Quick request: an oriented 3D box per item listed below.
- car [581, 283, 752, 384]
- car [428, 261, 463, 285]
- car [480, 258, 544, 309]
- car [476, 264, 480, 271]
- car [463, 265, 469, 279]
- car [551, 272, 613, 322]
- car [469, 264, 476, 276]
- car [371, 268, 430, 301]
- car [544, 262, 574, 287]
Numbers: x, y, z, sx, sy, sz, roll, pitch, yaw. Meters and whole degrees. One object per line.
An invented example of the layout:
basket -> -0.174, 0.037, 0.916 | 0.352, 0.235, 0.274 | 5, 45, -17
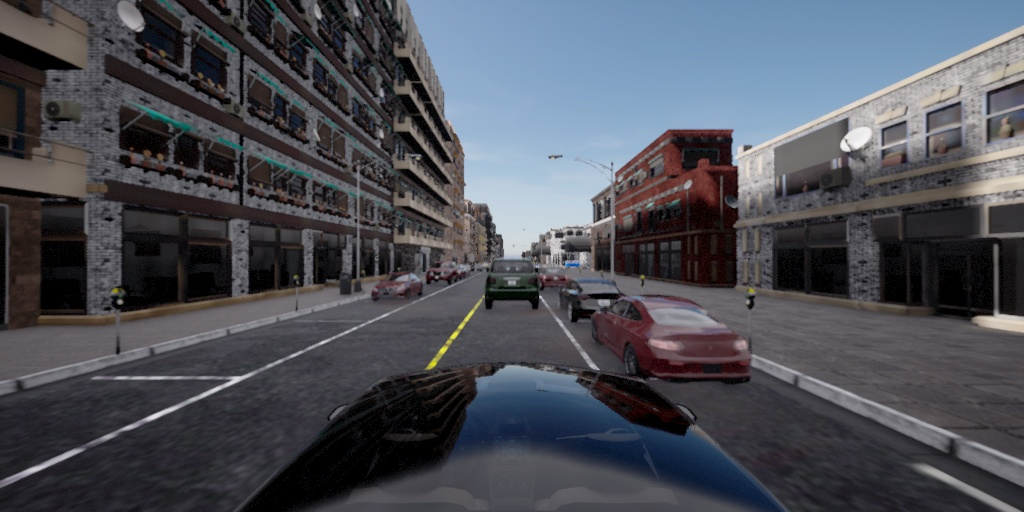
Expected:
car -> 2.691, 1.380, 6.871 | 1.802, 1.307, 4.207 | 0, 0, 0
car -> -5.689, 1.335, 29.660 | 2.192, 1.841, 5.009 | 0, 0, 0
car -> 0.002, 1.101, 15.880 | 2.150, 2.045, 5.566 | 0, 0, 0
car -> -5.687, 1.883, 58.142 | 1.948, 1.339, 4.313 | 0, 0, 0
car -> -5.688, 1.518, 35.357 | 1.967, 1.591, 4.097 | 0, 0, 0
car -> 2.691, 1.418, 12.568 | 1.948, 1.339, 4.313 | 0, 0, 0
car -> -5.688, 1.687, 41.054 | 2.007, 1.370, 4.403 | 0, 0, 0
car -> -5.690, 1.490, 18.267 | 1.802, 1.307, 4.207 | 0, 0, 0
car -> 2.691, 1.404, 23.960 | 1.967, 1.591, 4.097 | 0, 0, 0
